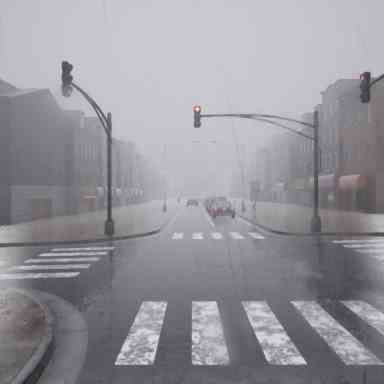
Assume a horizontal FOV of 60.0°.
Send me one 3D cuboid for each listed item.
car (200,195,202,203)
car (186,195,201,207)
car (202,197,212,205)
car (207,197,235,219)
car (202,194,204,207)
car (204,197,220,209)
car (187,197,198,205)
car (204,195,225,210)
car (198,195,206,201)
[{"bbox_3d":[2.728,1.525,51.320,1.967,1.590,4.097,-1,0,0],"label":"car"},{"bbox_3d":[0.106,1.601,54.773,1.837,1.490,4.892,0,0,0],"label":"car"},{"bbox_3d":[2.751,1.648,62.295,1.752,1.417,4.829,-1,0,0],"label":"car"},{"bbox_3d":[2.687,1.470,29.711,1.967,1.590,4.097,-1,0,0],"label":"car"},{"bbox_3d":[2.706,1.370,40.516,2.192,1.841,5.009,-1,0,0],"label":"car"},{"bbox_3d":[2.718,1.509,45.918,1.967,1.590,4.097,-1,0,0],"label":"car"},{"bbox_3d":[0.127,1.697,65.193,1.994,1.385,4.181,0,0,0],"label":"car"},{"bbox_3d":[2.696,1.356,35.113,2.192,1.841,5.009,-1,0,0],"label":"car"},{"bbox_3d":[2.812,1.702,94.540,1.967,1.590,4.097,-1,0,0],"label":"car"}]
